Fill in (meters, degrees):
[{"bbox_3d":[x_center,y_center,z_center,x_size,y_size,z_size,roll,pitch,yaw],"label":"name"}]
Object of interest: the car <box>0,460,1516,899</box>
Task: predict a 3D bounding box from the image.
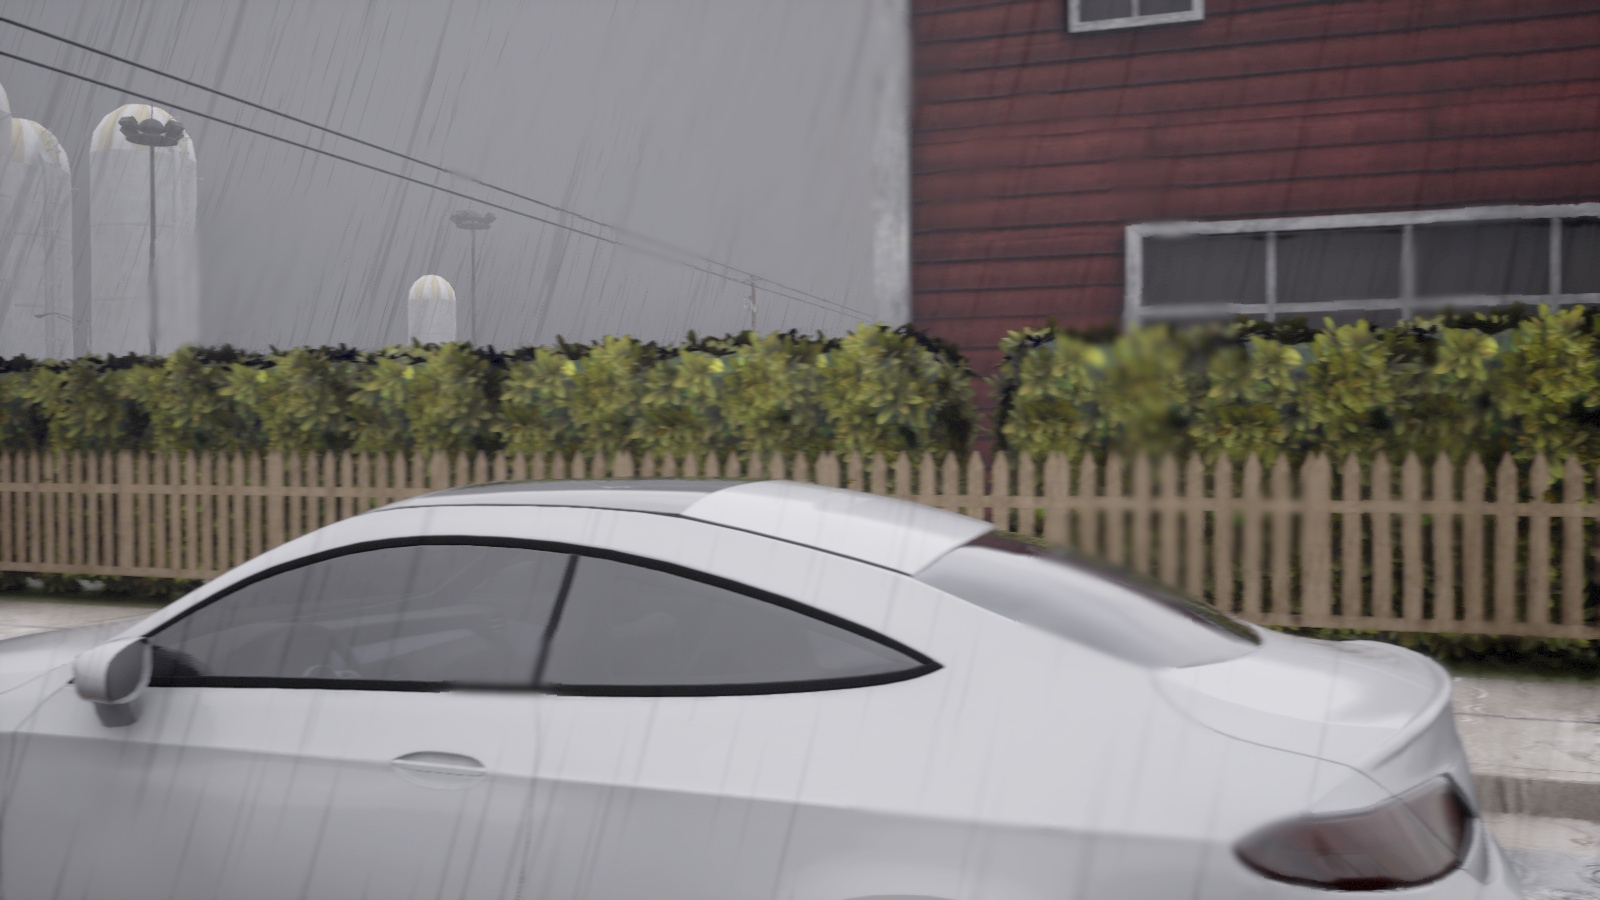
[{"bbox_3d":[-0.864,0.793,3.484,4.674,1.442,1.812,1,1,19],"label":"car"}]
